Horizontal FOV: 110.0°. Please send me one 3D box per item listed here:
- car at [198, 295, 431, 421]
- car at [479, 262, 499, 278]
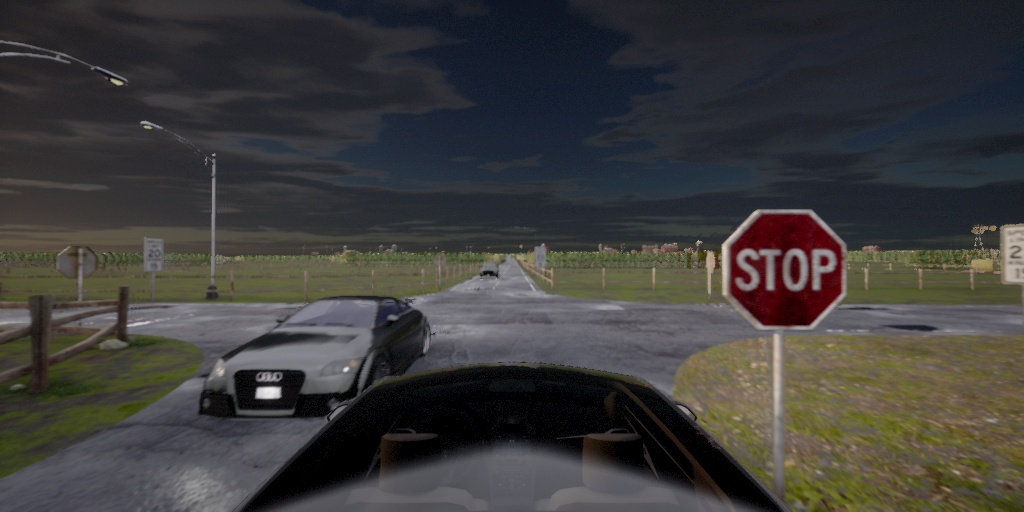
[{"bbox_3d":[-2.721,1.371,6.013,1.994,1.385,4.181,0,-1,0],"label":"car"},{"bbox_3d":[-2.559,1.547,41.226,2.097,1.767,4.553,0,-1,0],"label":"car"}]
